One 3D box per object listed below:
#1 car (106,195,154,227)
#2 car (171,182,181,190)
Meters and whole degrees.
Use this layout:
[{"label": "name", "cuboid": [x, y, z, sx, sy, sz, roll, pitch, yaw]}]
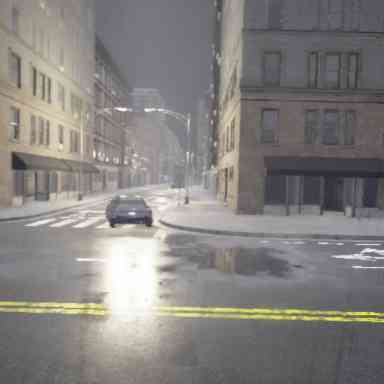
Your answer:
[{"label": "car", "cuboid": [-3.080, 0.815, 16.278, 1.994, 1.385, 4.181, 1, 2, -15]}, {"label": "car", "cuboid": [-3.027, -1.129, 63.620, 2.128, 1.511, 4.902, 2, 2, 1]}]
